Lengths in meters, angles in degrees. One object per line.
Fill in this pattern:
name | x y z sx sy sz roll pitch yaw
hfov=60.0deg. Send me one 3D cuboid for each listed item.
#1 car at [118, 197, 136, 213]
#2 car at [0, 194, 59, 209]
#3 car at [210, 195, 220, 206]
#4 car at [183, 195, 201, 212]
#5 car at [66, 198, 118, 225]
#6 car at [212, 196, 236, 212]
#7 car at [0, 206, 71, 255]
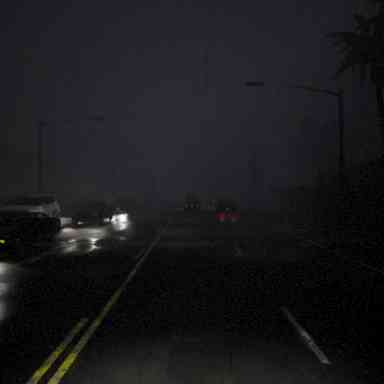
car | -7.046 1.309 34.350 2.128 1.511 4.902 0 1 1
car | -10.544 1.166 21.573 2.150 2.045 5.566 0 0 0
car | 3.517 1.192 47.233 1.812 1.442 4.674 0 1 0
car | 0.000 1.350 34.874 2.033 1.411 5.357 0 1 0
car | -7.031 1.398 23.956 1.882 1.535 5.008 0 1 0
car | 3.500 1.394 35.317 1.895 1.301 4.718 0 1 0
car | -7.086 1.534 13.605 2.033 1.411 5.357 0 0 1
